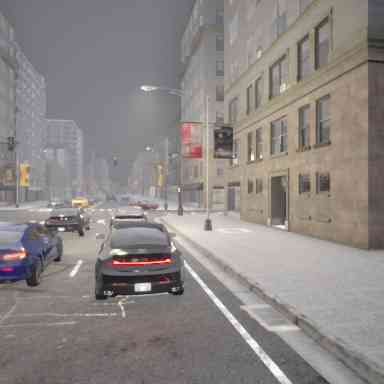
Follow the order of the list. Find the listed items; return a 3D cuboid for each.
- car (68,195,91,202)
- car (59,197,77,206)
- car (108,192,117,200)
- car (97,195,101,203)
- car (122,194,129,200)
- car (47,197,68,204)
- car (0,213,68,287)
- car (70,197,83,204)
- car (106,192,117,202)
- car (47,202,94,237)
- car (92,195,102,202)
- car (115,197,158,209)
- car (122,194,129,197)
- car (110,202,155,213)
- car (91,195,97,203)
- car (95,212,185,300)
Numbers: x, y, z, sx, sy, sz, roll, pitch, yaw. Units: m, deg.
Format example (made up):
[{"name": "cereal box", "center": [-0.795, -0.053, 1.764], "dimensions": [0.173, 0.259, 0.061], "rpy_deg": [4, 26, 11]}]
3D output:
[{"name": "car", "center": [-16.454, 1.499, 48.964], "dimensions": [1.882, 1.535, 5.008], "rpy_deg": [0, 0, -11]}, {"name": "car", "center": [-21.534, 1.573, 57.749], "dimensions": [2.033, 1.411, 5.357], "rpy_deg": [0, 0, -11]}, {"name": "car", "center": [-20.998, 1.121, 87.985], "dimensions": [2.150, 2.045, 5.566], "rpy_deg": [0, 0, -12]}, {"name": "car", "center": [-20.172, 1.580, 67.654], "dimensions": [1.994, 1.385, 4.181], "rpy_deg": [0, 0, -12]}, {"name": "car", "center": [-17.808, 1.396, 88.604], "dimensions": [1.837, 1.490, 4.892], "rpy_deg": [0, 0, -12]}, {"name": "car", "center": [-19.664, 1.513, 48.183], "dimensions": [2.128, 1.511, 4.902], "rpy_deg": [0, 0, -15]}, {"name": "car", "center": [-4.811, 1.528, 9.063], "dimensions": [1.812, 1.442, 4.674], "rpy_deg": [0, 0, -11]}, {"name": "car", "center": [-23.475, 1.622, 67.587], "dimensions": [1.895, 1.301, 4.718], "rpy_deg": [0, 0, -12]}, {"name": "car", "center": [-18.917, 1.249, 77.775], "dimensions": [2.150, 2.045, 5.566], "rpy_deg": [0, 0, -12]}, {"name": "car", "center": [-6.638, 1.510, 18.026], "dimensions": [1.837, 1.490, 4.892], "rpy_deg": [0, 0, -12]}, {"name": "car", "center": [-22.185, 1.503, 77.534], "dimensions": [1.837, 1.490, 4.892], "rpy_deg": [0, 0, -12]}, {"name": "car", "center": [-6.331, 1.619, 38.819], "dimensions": [4.718, 1.301, 1.895], "rpy_deg": [0, 0, 34]}, {"name": "car", "center": [-15.727, 1.501, 78.394], "dimensions": [1.882, 1.535, 5.008], "rpy_deg": [0, 0, -12]}, {"name": "car", "center": [-3.343, 1.496, 17.624], "dimensions": [2.128, 1.511, 4.902], "rpy_deg": [0, 0, -12]}, {"name": "car", "center": [-18.273, 1.377, 58.047], "dimensions": [2.097, 1.767, 4.553], "rpy_deg": [0, 0, -12]}, {"name": "car", "center": [-1.385, 1.507, 8.507], "dimensions": [1.837, 1.490, 4.892], "rpy_deg": [0, 0, -11]}]
